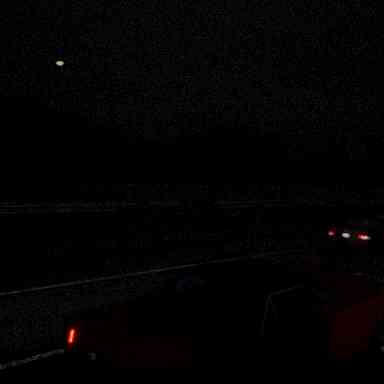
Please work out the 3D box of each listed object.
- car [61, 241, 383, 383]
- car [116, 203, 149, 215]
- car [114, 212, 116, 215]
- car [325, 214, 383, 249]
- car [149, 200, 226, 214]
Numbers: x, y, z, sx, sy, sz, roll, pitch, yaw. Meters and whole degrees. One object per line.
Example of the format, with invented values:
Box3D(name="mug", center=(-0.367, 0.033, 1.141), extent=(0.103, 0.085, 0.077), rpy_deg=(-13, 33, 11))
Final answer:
Box3D(name="car", center=(0.948, 1.614, 4.397), extent=(4.718, 1.301, 1.895), rpy_deg=(0, 0, -35))
Box3D(name="car", center=(-2.272, 1.596, 23.645), extent=(5.357, 1.411, 2.033), rpy_deg=(0, 0, -35))
Box3D(name="car", center=(-4.075, 1.618, 26.652), extent=(4.181, 1.385, 1.994), rpy_deg=(0, 0, -35))
Box3D(name="car", center=(7.559, 1.614, 13.291), extent=(5.357, 1.411, 2.033), rpy_deg=(0, 0, -35))
Box3D(name="car", center=(0.040, 1.269, 20.987), extent=(4.892, 1.490, 1.837), rpy_deg=(0, 0, -35))
